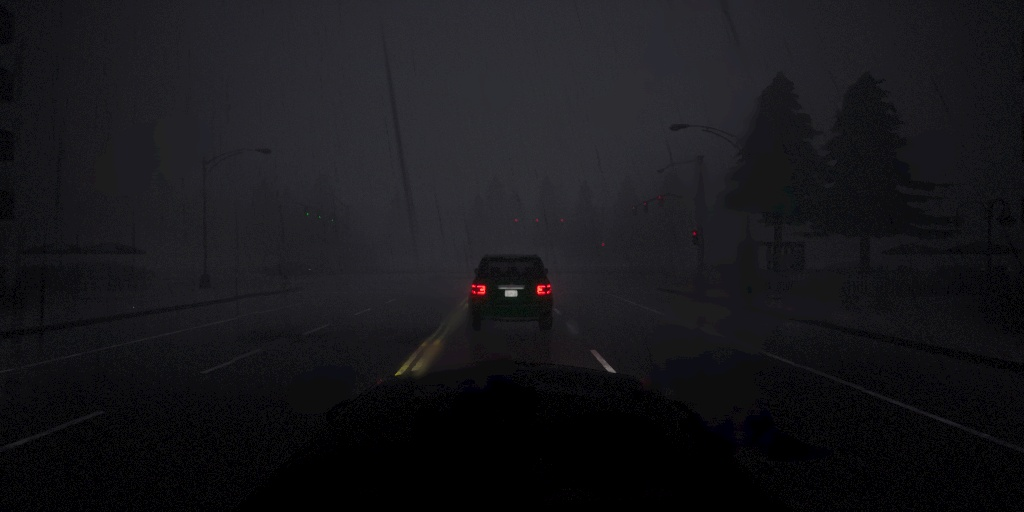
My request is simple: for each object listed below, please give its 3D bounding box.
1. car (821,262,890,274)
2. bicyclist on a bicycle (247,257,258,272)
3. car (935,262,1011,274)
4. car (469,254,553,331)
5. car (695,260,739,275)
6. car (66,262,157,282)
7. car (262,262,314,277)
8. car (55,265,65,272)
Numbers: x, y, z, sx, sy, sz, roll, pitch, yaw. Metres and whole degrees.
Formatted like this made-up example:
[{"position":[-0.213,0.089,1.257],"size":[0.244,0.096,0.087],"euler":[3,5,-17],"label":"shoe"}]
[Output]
[{"position":[33.333,1.241,34.753],"size":[5.357,1.411,2.033],"euler":[0,0,1],"label":"car"},{"position":[-30.097,0.994,41.602],"size":[0.582,1.620,1.656],"euler":[0,0,0],"label":"bicyclist on a bicycle"},{"position":[46.588,1.294,36.394],"size":[4.718,1.301,1.895],"euler":[0,0,17],"label":"car"},{"position":[-0.020,0.971,11.086],"size":[2.150,2.045,5.566],"euler":[0,0,0],"label":"car"},{"position":[22.153,1.171,38.235],"size":[5.008,1.535,1.882],"euler":[0,0,0],"label":"car"},{"position":[-29.826,1.198,27.046],"size":[4.892,1.490,1.837],"euler":[0,0,-1],"label":"car"},{"position":[-21.361,1.257,34.320],"size":[4.181,1.385,1.994],"euler":[0,0,1],"label":"car"},{"position":[-35.941,1.241,30.431],"size":[5.357,1.411,2.033],"euler":[0,0,-3],"label":"car"}]
